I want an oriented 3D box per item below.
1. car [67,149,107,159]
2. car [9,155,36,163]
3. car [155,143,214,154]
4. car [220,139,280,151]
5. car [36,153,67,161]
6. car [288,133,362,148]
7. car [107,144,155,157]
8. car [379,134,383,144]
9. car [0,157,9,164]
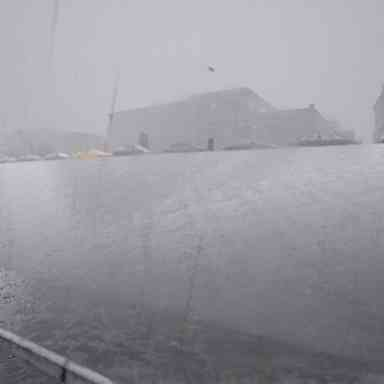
[{"bbox_3d":[-10.106,-3.643,34.283,5.008,1.535,2.097,1,1,32],"label":"car"},{"bbox_3d":[-19.471,-3.767,40.232,4.892,1.521,2.231,1,1,34],"label":"car"},{"bbox_3d":[-0.352,-3.483,28.676,4.792,1.488,2.163,1,1,29],"label":"car"},{"bbox_3d":[4.515,-3.410,26.073,4.674,1.452,2.002,1,1,28],"label":"car"},{"bbox_3d":[-14.821,-3.667,37.207,4.674,1.452,2.002,1,1,33],"label":"car"},{"bbox_3d":[9.350,-3.386,23.619,4.892,1.521,2.231,1,1,27],"label":"car"},{"bbox_3d":[-5.349,-3.704,31.471,4.553,1.767,2.185,1,1,31],"label":"car"},{"bbox_3d":[14.432,-3.428,21.181,4.553,1.767,2.185,1,1,26],"label":"car"},{"bbox_3d":[-24.041,-3.809,43.327,4.892,1.521,2.231,0,0,34],"label":"car"}]
